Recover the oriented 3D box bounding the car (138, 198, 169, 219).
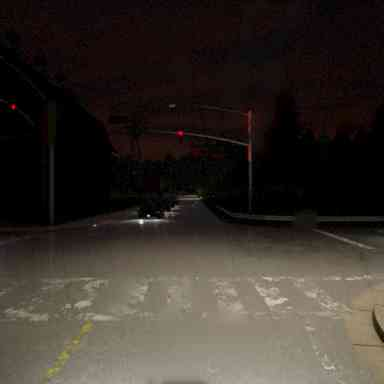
[{"bbox_3d":[-3.548,1.547,29.821,2.033,1.411,5.357,0,0,0],"label":"car"}]

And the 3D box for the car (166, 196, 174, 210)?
[{"bbox_3d":[-3.531,1.505,39.566,1.837,1.490,4.892,0,0,0],"label":"car"}]

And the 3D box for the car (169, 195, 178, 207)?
[{"bbox_3d":[-3.508,1.526,48.863,1.812,1.442,4.674,0,0,0],"label":"car"}]
